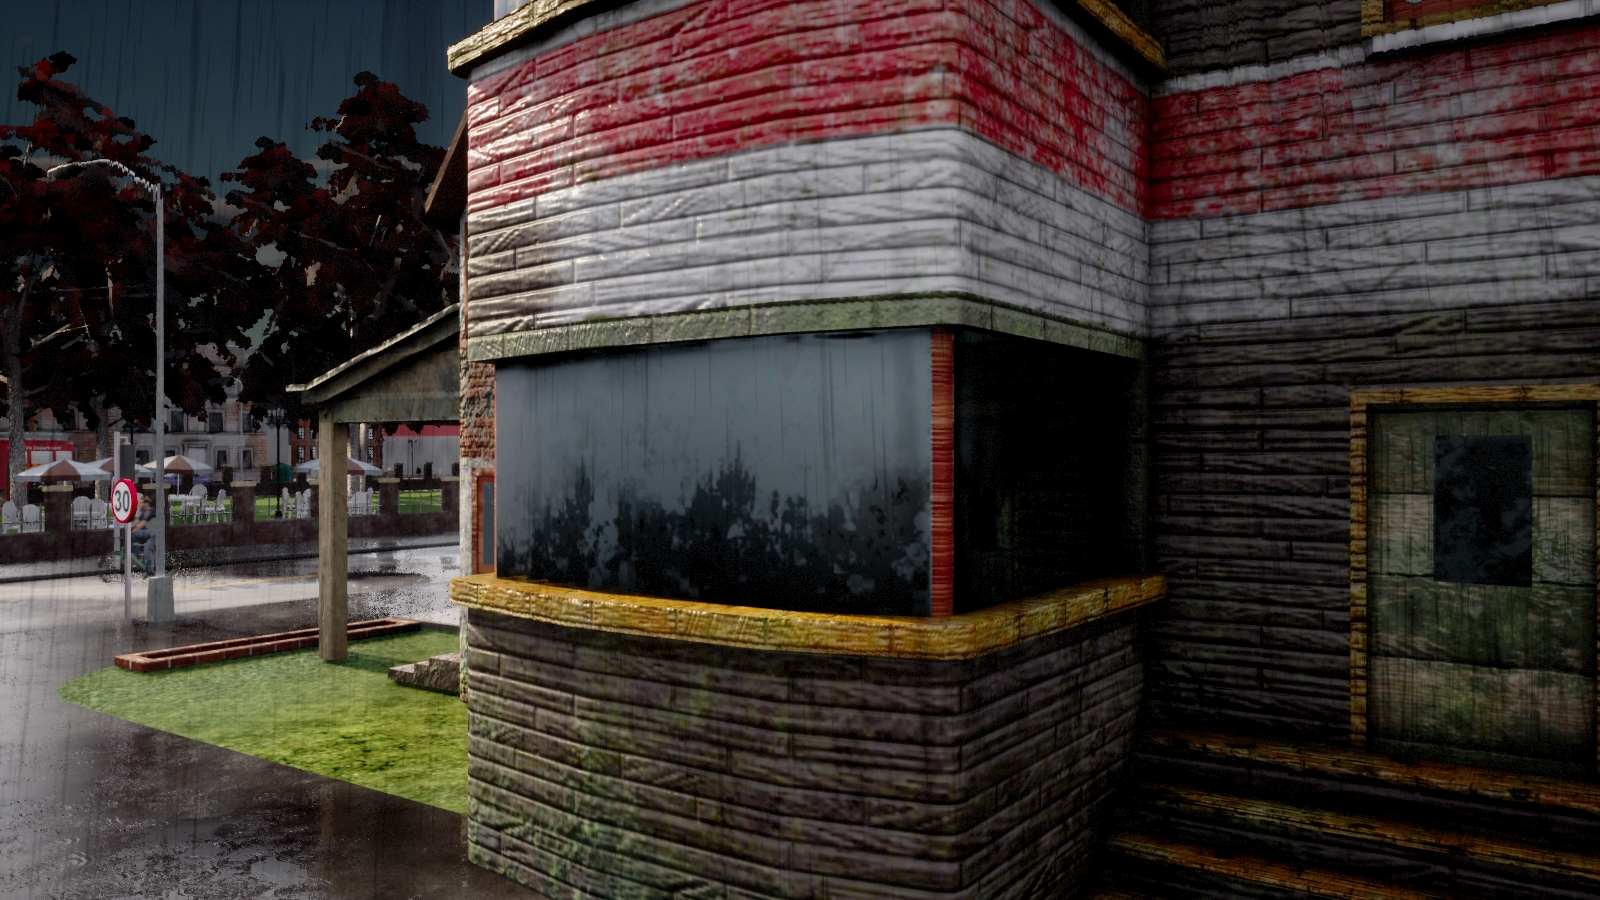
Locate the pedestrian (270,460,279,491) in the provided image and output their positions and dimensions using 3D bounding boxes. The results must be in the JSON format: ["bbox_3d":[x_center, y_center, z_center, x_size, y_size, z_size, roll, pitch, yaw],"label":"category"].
[{"bbox_3d":[-31.977,1.524,69.480,0.375,1.860,0.375,0,0,42],"label":"pedestrian"}]
